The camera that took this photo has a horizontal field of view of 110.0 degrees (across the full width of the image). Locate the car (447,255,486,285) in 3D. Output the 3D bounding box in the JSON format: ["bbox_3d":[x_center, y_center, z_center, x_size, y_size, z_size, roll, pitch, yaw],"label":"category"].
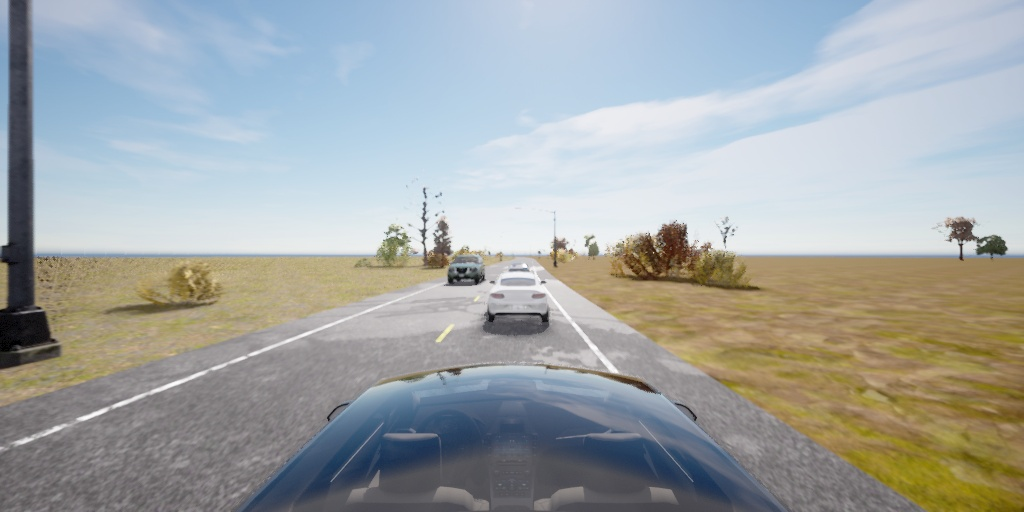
[{"bbox_3d":[-3.211,0.921,26.204,2.150,2.045,5.566,0,0,2],"label":"car"}]

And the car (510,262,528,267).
[{"bbox_3d":[0.615,1.241,30.451,2.033,1.411,5.357,0,0,2],"label":"car"}]

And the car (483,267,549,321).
[{"bbox_3d":[0.200,1.256,12.191,1.812,1.442,4.674,0,0,1],"label":"car"}]
